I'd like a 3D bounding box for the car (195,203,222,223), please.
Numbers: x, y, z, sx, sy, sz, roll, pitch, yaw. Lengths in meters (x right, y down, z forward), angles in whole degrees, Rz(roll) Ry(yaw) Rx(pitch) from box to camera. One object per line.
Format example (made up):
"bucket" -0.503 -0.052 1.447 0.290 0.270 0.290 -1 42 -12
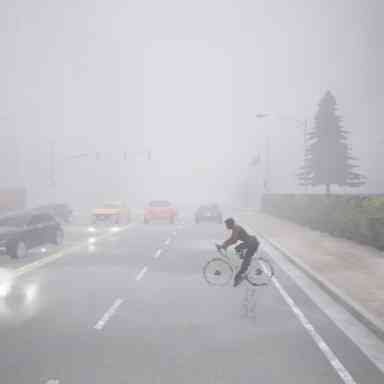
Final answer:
"car" 1.270 1.561 25.558 1.994 1.385 4.181 0 0 3

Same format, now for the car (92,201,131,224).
"car" -5.883 1.475 24.806 1.882 1.535 5.008 0 0 3

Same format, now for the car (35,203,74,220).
"car" -9.558 1.504 22.262 1.837 1.490 4.892 0 0 3

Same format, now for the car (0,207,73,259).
"car" -6.560 1.505 12.662 1.837 1.490 4.892 0 -1 3

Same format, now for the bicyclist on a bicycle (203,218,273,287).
"bicyclist on a bicycle" 1.074 1.436 7.825 1.656 1.620 0.582 -2 0 3

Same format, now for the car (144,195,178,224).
"car" -2.255 1.349 25.235 2.097 1.767 4.553 0 0 3
